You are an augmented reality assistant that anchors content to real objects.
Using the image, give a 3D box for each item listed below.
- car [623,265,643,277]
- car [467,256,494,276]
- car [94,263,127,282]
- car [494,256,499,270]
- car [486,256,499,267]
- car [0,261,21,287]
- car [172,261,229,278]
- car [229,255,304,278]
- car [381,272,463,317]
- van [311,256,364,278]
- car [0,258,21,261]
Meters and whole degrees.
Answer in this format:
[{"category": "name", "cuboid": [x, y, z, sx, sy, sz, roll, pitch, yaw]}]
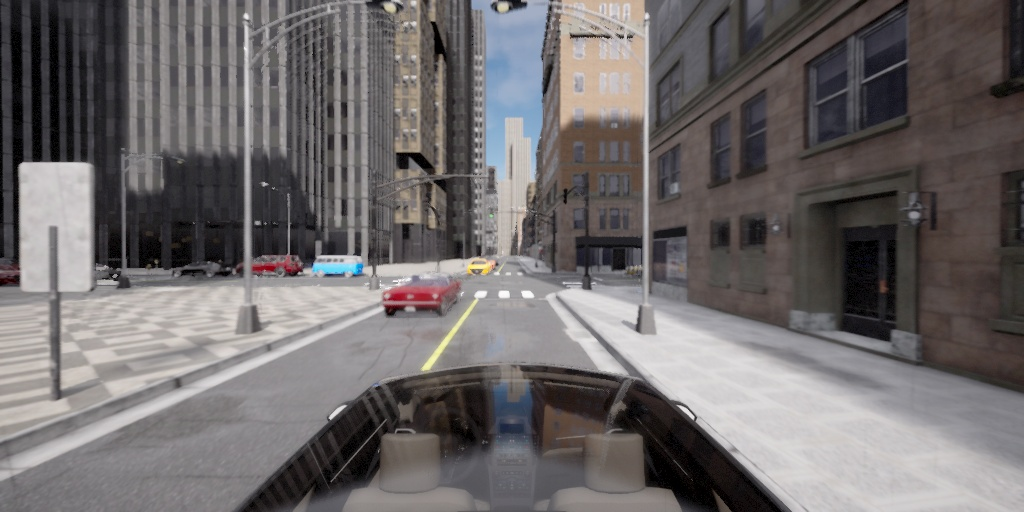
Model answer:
[{"category": "car", "cuboid": [12.117, 1.021, 30.819, 4.829, 1.417, 1.751, 0, 0, -1]}, {"category": "car", "cuboid": [-2.999, 1.015, 33.131, 1.882, 1.535, 5.008, 0, 1, 0]}, {"category": "car", "cuboid": [-28.847, 1.149, 24.234, 4.181, 1.385, 1.994, 0, 0, -1]}, {"category": "car", "cuboid": [-3.001, 0.736, 41.593, 2.097, 1.767, 4.553, 0, 0, 0]}, {"category": "car", "cuboid": [-3.000, 0.819, 56.131, 1.882, 1.535, 5.008, 0, 2, 0]}, {"category": "car", "cuboid": [-31.541, 1.149, 21.624, 4.507, 1.381, 1.888, 0, 0, -1]}, {"category": "car", "cuboid": [-26.007, 1.104, 30.236, 4.313, 1.339, 1.948, 0, 0, -1]}, {"category": "car", "cuboid": [-20.368, 0.855, 30.322, 5.009, 1.841, 2.192, 0, 0, -1]}, {"category": "car", "cuboid": [-3.000, 1.255, 12.804, 1.895, 1.301, 4.718, 0, 0, 0]}, {"category": "van", "cuboid": [-14.727, 0.882, 30.408, 3.998, 1.789, 1.690, 0, 0, -1]}, {"category": "car", "cuboid": [-42.925, 0.969, 29.977, 4.097, 1.591, 1.967, 0, 0, -1]}]
